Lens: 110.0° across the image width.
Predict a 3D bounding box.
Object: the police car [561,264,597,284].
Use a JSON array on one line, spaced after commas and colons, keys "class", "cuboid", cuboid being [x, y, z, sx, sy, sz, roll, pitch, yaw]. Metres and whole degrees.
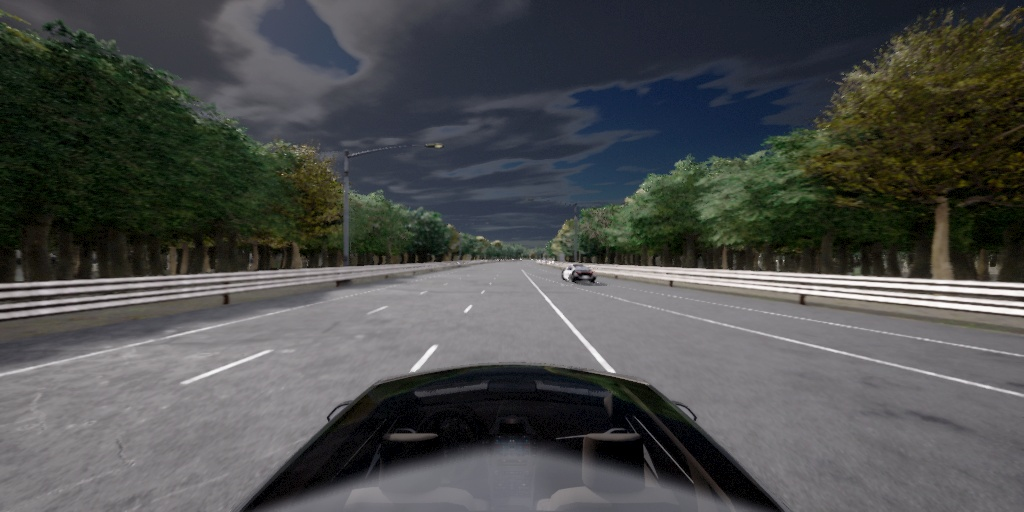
[{"class": "police car", "cuboid": [5.563, 1.514, 30.783, 2.038, 1.542, 4.974, 0, -1, -6]}]
